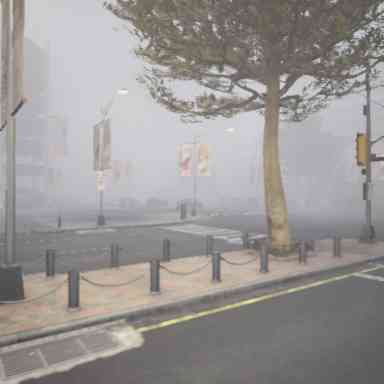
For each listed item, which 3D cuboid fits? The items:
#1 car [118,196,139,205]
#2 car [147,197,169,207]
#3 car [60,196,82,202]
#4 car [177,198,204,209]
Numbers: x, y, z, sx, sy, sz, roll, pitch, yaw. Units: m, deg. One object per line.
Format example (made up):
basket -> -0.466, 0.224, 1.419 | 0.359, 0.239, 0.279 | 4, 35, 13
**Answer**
car -> -12.009, 1.579, 62.886 | 4.902, 1.511, 2.128 | 0, 0, 44
car -> -5.666, 1.566, 54.949 | 1.882, 1.535, 5.008 | 0, 0, -35
car -> -27.497, 1.666, 75.529 | 4.718, 1.301, 1.895 | 0, 0, 12
car -> -0.235, 1.566, 47.293 | 1.882, 1.535, 5.008 | 0, 0, -35
